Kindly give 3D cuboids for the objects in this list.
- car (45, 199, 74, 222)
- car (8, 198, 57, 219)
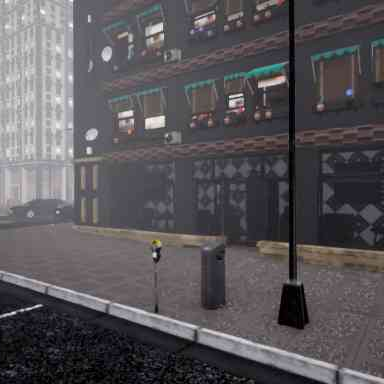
[{"bbox_3d":[-7.317,1.279,22.792,1.947,1.339,4.313,1,1,35],"label":"car"},{"bbox_3d":[-11.882,1.239,26.388,1.837,1.490,4.892,0,1,35],"label":"car"}]
